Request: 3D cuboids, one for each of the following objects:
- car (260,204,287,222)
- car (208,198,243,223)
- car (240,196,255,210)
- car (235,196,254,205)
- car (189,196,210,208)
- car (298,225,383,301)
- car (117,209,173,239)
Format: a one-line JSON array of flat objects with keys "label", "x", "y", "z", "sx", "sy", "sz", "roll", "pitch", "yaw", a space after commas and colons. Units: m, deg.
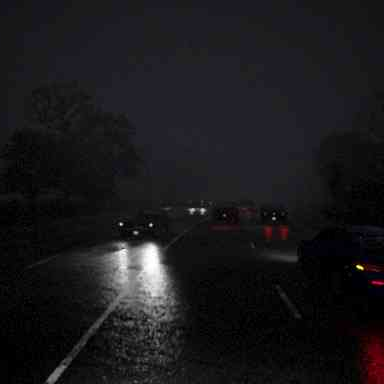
[{"label": "car", "x": 6.336, "y": 1.611, "z": 26.212, "sx": 1.895, "sy": 1.301, "sz": 4.718, "roll": 0, "pitch": 0, "yaw": 11}, {"label": "car", "x": 2.677, "y": 1.477, "z": 25.512, "sx": 1.882, "sy": 1.535, "sz": 5.008, "roll": 0, "pitch": 0, "yaw": 10}, {"label": "car", "x": 6.928, "y": 1.498, "z": 42.522, "sx": 2.128, "sy": 1.511, "sz": 4.902, "roll": 0, "pitch": 0, "yaw": 17}, {"label": "car", "x": 9.363, "y": 1.494, "z": 59.407, "sx": 2.128, "sy": 1.511, "sz": 4.902, "roll": 0, "pitch": 0, "yaw": 24}, {"label": "car", "x": 1.191, "y": 1.331, "z": 48.075, "sx": 2.097, "sy": 1.767, "sz": 4.553, "roll": 0, "pitch": 0, "yaw": 19}, {"label": "car", "x": 4.004, "y": 1.533, "z": 8.171, "sx": 1.812, "sy": 1.442, "sz": 4.674, "roll": 0, "pitch": 0, "yaw": 4}, {"label": "car", "x": -2.336, "y": 1.589, "z": 17.586, "sx": 1.895, "sy": 1.301, "sz": 4.718, "roll": 0, "pitch": 0, "yaw": 7}]
